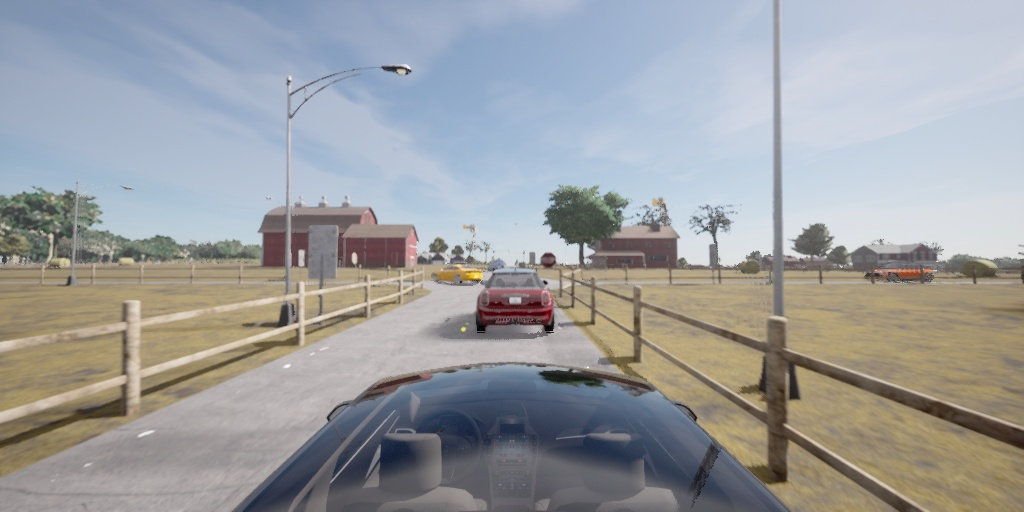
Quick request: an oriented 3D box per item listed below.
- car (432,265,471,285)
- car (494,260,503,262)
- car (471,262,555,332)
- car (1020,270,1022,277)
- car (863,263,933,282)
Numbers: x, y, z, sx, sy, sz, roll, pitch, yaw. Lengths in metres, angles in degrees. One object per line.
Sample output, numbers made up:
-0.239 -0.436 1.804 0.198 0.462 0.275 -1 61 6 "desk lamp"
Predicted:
-4.566 1.458 29.157 5.008 1.535 1.882 -1 -3 43 "car"
-2.759 1.813 56.517 1.994 1.385 4.181 0 -1 0 "car"
0.095 1.174 11.268 2.097 1.767 4.553 0 -1 0 "car"
44.156 1.419 28.721 5.008 1.535 1.882 0 -3 1 "car"
33.935 1.423 31.640 4.553 1.767 2.097 0 -3 0 "car"
